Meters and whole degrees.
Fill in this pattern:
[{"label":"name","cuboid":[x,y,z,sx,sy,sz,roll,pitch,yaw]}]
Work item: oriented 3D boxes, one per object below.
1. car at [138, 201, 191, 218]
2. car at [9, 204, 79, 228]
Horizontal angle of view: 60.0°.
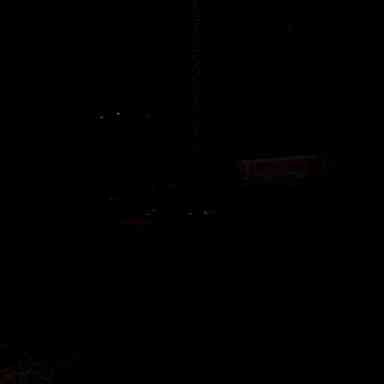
[{"label":"car","cuboid":[-2.081,1.405,27.183,1.895,1.301,4.718,-1,0,35]},{"label":"car","cuboid":[-9.384,1.483,21.472,1.947,1.339,4.313,-1,0,35]}]
